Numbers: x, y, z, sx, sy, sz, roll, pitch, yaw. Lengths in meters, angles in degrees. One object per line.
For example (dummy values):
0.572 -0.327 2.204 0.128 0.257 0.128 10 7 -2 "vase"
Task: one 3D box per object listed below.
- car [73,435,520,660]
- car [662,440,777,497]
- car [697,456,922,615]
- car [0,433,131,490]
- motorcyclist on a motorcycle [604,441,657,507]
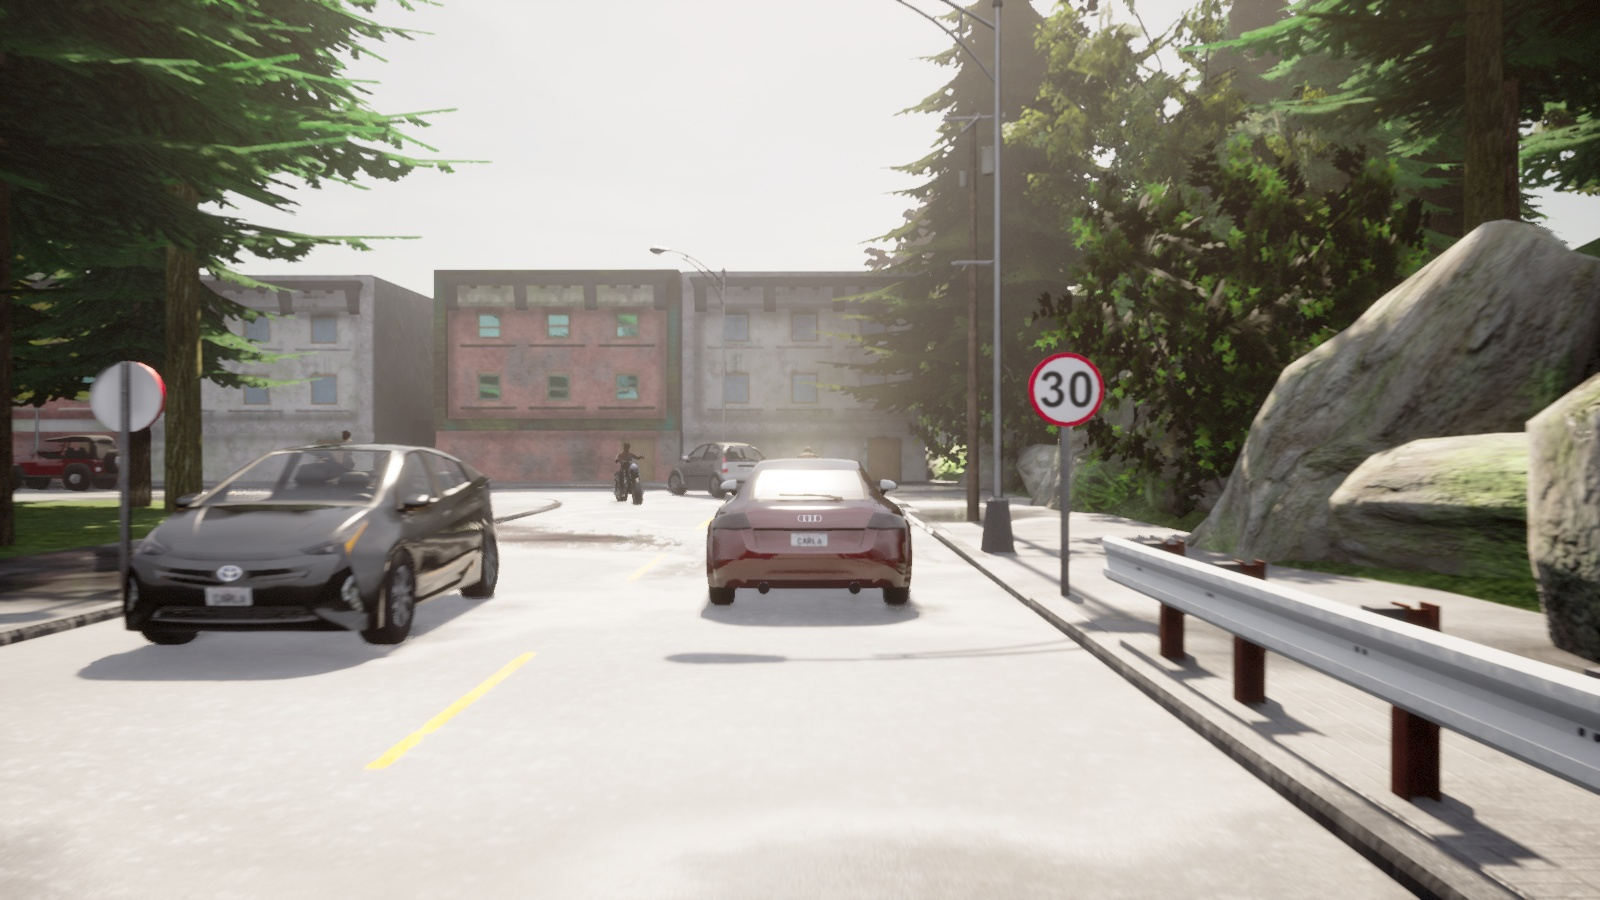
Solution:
-3.923 0.656 10.780 2.007 1.525 4.514 0 0 0 "car"
-2.477 0.524 37.685 1.851 1.617 3.988 0 0 -31 "car"
0.091 0.769 13.259 1.994 1.385 4.181 0 0 0 "car"
-25.045 0.386 42.454 3.866 1.878 1.905 0 0 1 "car"
-4.419 0.590 32.662 0.766 1.649 2.350 -1 1 -22 "motorcyclist on a motorcycle"
